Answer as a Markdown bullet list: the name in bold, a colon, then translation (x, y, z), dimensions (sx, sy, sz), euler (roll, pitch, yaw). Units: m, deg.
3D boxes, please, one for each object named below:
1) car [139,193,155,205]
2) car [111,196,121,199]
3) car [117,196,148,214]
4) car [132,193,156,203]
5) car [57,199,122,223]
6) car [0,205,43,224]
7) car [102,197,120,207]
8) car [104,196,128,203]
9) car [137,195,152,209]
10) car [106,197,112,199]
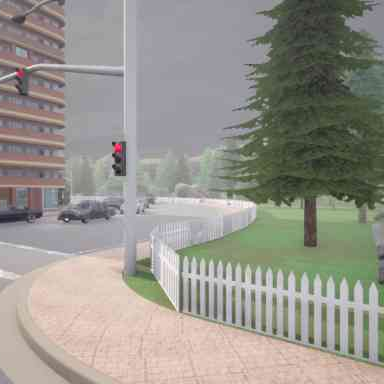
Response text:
- **car**: translation (-8.146, 1.450, 58.178), dimensions (1.837, 1.490, 4.892), euler (0, 0, -30)
- **car**: translation (-9.767, 1.492, 41.886), dimensions (2.033, 1.411, 5.357), euler (0, 0, -7)
- **car**: translation (-6.140, 1.470, 34.704), dimensions (1.812, 1.442, 4.674), euler (0, 0, 3)
- **car**: translation (-9.557, 1.166, 66.407), dimensions (2.150, 2.045, 5.566), euler (0, 0, -40)
- **car**: translation (-7.768, 1.492, 25.260), dimensions (2.033, 1.411, 5.357), euler (0, 0, 17)
- **car**: translation (-12.653, 1.545, 22.578), dimensions (1.895, 1.301, 4.718), euler (0, 0, 23)
- **car**: translation (-12.621, 1.508, 51.542), dimensions (1.994, 1.385, 4.181), euler (0, 0, -24)
- **car**: translation (-15.617, 1.492, 67.872), dimensions (5.357, 1.411, 2.033), euler (0, 0, 42)
- **car**: translation (-6.897, 1.470, 44.895), dimensions (1.812, 1.442, 4.674), euler (0, 0, -13)
- **car**: translation (-9.853, 1.492, 31.812), dimensions (2.033, 1.411, 5.357), euler (0, 0, 8)
